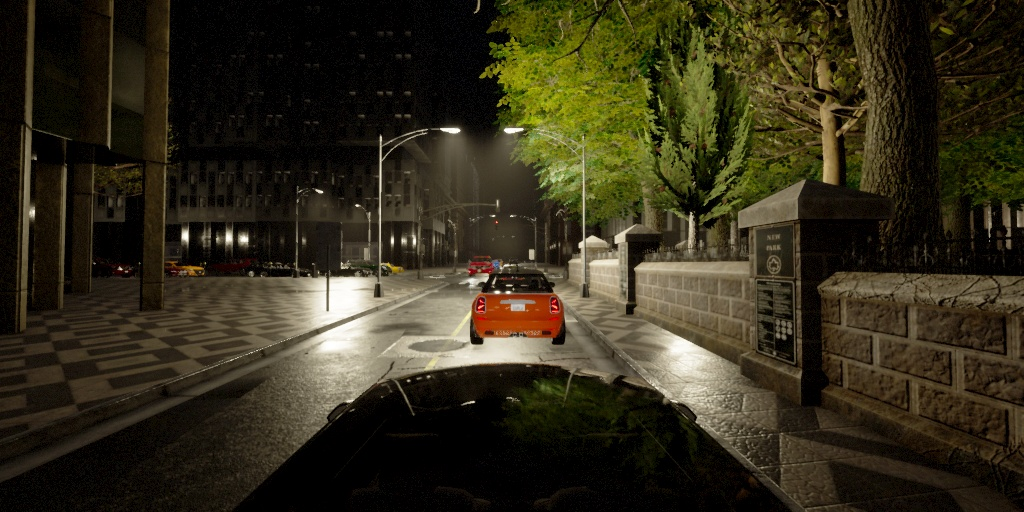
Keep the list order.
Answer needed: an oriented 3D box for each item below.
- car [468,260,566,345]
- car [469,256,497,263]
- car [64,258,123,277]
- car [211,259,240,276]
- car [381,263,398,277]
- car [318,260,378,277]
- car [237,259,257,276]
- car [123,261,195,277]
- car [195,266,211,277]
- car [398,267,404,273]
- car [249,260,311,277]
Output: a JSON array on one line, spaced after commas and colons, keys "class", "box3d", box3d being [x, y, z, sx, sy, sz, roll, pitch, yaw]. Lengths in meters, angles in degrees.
[{"class": "car", "box3d": [0.128, 1.107, 9.678, 2.097, 1.767, 4.553, 0, 0, 0]}, {"class": "car", "box3d": [-2.959, 1.014, 35.176, 2.150, 2.045, 5.566, 0, 0, 0]}, {"class": "car", "box3d": [-36.561, 1.061, 31.672, 5.009, 1.841, 2.192, 0, 0, 1]}, {"class": "car", "box3d": [-30.971, 1.237, 40.140, 5.009, 1.841, 2.192, 0, 0, 1]}, {"class": "car", "box3d": [-13.742, 1.125, 34.126, 4.553, 1.767, 2.097, 0, -1, 0]}, {"class": "car", "box3d": [-14.510, 1.267, 31.453, 4.403, 1.370, 2.007, 0, 0, 1]}, {"class": "car", "box3d": [-22.825, 1.290, 34.215, 4.892, 1.490, 1.837, 0, -1, 1]}, {"class": "car", "box3d": [-31.049, 1.320, 31.617, 4.207, 1.307, 1.802, 0, 0, 1]}, {"class": "car", "box3d": [-32.330, 1.276, 34.317, 5.008, 1.535, 1.882, 0, -1, 0]}, {"class": "car", "box3d": [-14.605, 1.426, 39.978, 4.829, 1.417, 1.751, 0, 0, 1]}, {"class": "car", "box3d": [-20.023, 1.289, 31.508, 4.313, 1.339, 1.948, 0, 0, 1]}]
